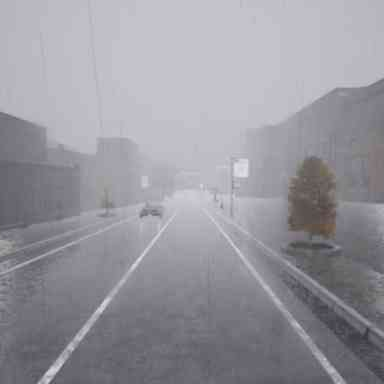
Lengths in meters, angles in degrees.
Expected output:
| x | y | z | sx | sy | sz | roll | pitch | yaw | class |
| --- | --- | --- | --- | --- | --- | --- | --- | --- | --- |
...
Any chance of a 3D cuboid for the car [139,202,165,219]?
| x | y | z | sx | sy | sz | roll | pitch | yaw | class |
| --- | --- | --- | --- | --- | --- | --- | --- | --- | --- |
| -3.472 | 1.601 | 29.609 | 1.895 | 1.301 | 4.718 | 0 | 0 | 0 | car |
